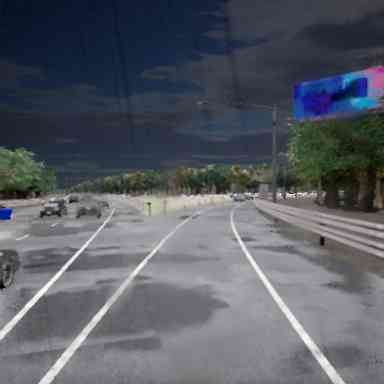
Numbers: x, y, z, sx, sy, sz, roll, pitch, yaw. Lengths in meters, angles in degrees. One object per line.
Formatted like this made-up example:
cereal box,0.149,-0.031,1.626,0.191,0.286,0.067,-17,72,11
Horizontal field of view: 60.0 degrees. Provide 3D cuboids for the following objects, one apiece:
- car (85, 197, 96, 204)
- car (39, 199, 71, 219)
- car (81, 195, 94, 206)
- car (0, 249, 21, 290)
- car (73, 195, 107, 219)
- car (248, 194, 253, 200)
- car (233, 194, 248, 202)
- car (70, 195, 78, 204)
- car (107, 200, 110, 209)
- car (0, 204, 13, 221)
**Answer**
car,-23.477,2.047,76.880,2.128,1.511,4.902,0,-1,-15
car,-12.965,1.671,31.327,1.812,1.442,4.674,0,0,-11
car,-21.015,1.651,67.099,2.150,2.045,5.566,0,0,-14
car,-4.904,1.555,6.021,2.033,1.411,5.357,0,0,-10
car,-9.511,1.482,31.325,2.097,1.767,4.553,0,0,-11
car,12.818,1.163,77.070,2.128,1.511,4.902,0,1,25
car,9.839,1.369,69.097,1.994,1.385,4.181,0,0,19
car,-26.820,1.758,75.817,2.150,2.045,5.566,0,-1,-15
car,-13.609,1.774,50.787,1.837,1.490,4.892,0,0,-13
car,-15.405,1.602,25.603,1.882,1.535,5.008,0,0,-11
